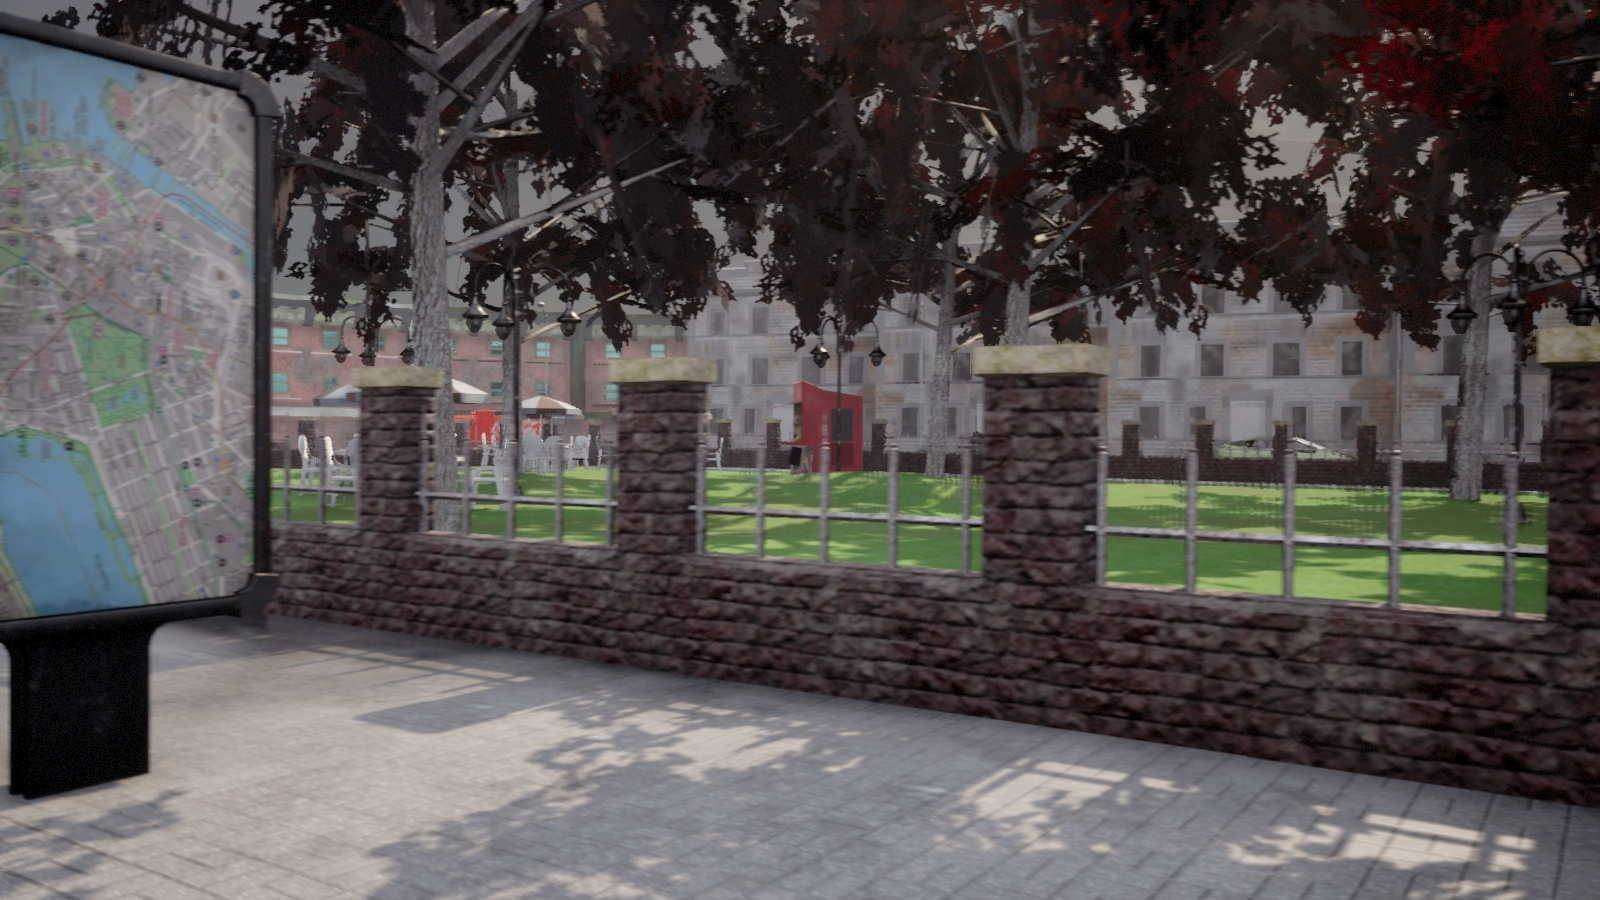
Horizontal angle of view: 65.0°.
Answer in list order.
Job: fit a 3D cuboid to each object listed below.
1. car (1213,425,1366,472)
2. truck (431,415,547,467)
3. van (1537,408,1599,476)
[{"bbox_3d":[16.620,-0.055,42.723,4.514,1.525,2.007,0,1,34],"label":"car"},{"bbox_3d":[-15.326,-0.449,61.813,5.204,2.467,2.627,0,0,-23],"label":"truck"},{"bbox_3d":[24.595,-0.250,37.436,4.442,1.987,1.775,0,1,34],"label":"van"}]
